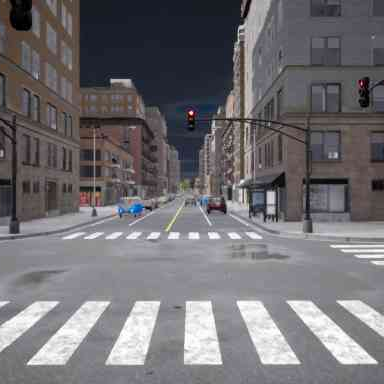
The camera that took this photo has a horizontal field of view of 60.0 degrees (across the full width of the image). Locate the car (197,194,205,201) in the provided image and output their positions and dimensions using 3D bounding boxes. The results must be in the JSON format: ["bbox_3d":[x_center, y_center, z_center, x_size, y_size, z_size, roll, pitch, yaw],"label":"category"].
[{"bbox_3d":[2.300,1.428,84.061,1.967,1.590,4.097,0,0,0],"label":"car"}]

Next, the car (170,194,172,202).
[{"bbox_3d":[-5.688,1.542,67.806,2.008,1.369,4.403,0,0,0],"label":"car"}]

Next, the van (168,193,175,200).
[{"bbox_3d":[-5.798,1.327,94.838,1.690,1.788,3.998,0,0,0],"label":"van"}]

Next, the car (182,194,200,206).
[{"bbox_3d":[-0.183,1.485,55.105,2.128,1.511,4.902,0,0,0],"label":"car"}]

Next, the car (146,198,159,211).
[{"bbox_3d":[-5.578,1.562,40.775,1.947,1.339,4.313,0,0,0],"label":"car"}]

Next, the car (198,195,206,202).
[{"bbox_3d":[2.327,1.514,78.825,1.752,1.417,4.829,0,0,0],"label":"car"}]

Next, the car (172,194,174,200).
[{"bbox_3d":[-5.710,1.556,73.213,1.947,1.339,4.313,0,0,0],"label":"car"}]

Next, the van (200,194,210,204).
[{"bbox_3d":[2.413,1.333,62.437,1.690,1.788,3.998,0,0,0],"label":"van"}]

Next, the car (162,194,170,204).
[{"bbox_3d":[-5.665,1.518,62.231,1.752,1.417,4.829,0,0,0],"label":"car"}]

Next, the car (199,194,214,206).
[{"bbox_3d":[2.442,1.308,57.031,2.192,1.841,5.009,0,0,0],"label":"car"}]

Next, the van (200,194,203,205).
[{"bbox_3d":[2.470,1.335,51.624,1.690,1.788,3.998,0,0,0],"label":"van"}]

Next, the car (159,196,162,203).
[{"bbox_3d":[-5.600,1.540,46.182,1.887,1.381,4.507,0,0,0],"label":"car"}]

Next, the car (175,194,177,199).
[{"bbox_3d":[-5.776,1.569,89.431,1.802,1.307,4.206,0,0,0],"label":"car"}]

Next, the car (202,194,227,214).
[{"bbox_3d":[2.555,1.312,35.406,2.192,1.841,5.009,0,0,0],"label":"car"}]

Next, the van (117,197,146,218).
[{"bbox_3d":[-5.534,1.339,29.963,1.690,1.788,3.998,0,0,0],"label":"van"}]
